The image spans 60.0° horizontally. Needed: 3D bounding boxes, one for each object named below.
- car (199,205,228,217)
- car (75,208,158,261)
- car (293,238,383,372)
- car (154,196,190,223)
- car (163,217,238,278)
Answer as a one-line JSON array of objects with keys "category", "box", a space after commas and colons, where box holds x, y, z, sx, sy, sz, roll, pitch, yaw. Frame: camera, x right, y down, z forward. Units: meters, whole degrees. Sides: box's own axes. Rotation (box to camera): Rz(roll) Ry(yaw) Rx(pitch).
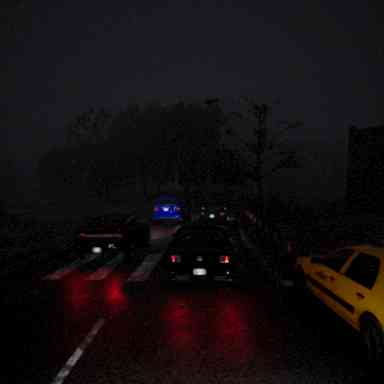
[{"category": "car", "box": [1.717, 1.676, 25.868, 1.994, 1.385, 4.181, 0, 1, 8]}, {"category": "car", "box": [-2.845, 1.602, 12.796, 2.128, 1.511, 4.902, 0, 0, 3]}, {"category": "car", "box": [3.231, 1.530, 5.664, 1.946, 1.575, 5.366, 0, -1, 0]}, {"category": "car", "box": [-1.499, 1.308, 26.378, 2.150, 2.045, 5.566, 0, 1, 8]}, {"category": "car", "box": [0.294, 1.698, 10.417, 1.895, 1.301, 4.718, 0, -1, 2]}]
